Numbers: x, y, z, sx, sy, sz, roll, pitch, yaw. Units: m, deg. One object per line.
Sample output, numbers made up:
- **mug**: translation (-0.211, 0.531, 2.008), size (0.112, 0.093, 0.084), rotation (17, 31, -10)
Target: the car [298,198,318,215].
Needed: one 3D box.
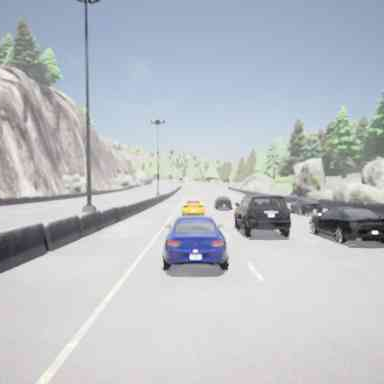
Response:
- **car**: translation (10.612, 1.332, 31.107), size (1.837, 1.490, 4.892), rotation (0, 0, 0)

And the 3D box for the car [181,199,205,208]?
- **car**: translation (0.111, 1.324, 28.876), size (1.882, 1.535, 5.008), rotation (0, 0, 0)

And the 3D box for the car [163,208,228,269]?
- **car**: translation (0.091, 1.479, 10.806), size (1.812, 1.442, 4.674), rotation (0, 0, 0)

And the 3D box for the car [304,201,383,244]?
- **car**: translation (7.106, 1.411, 15.387), size (1.882, 1.535, 5.008), rotation (0, 0, 0)

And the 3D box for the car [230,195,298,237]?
- **car**: translation (3.606, 1.143, 17.787), size (2.150, 2.045, 5.566), rotation (0, 0, 0)

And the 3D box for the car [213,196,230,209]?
- **car**: translation (3.615, 1.239, 39.569), size (1.837, 1.490, 4.892), rotation (0, 1, 0)
